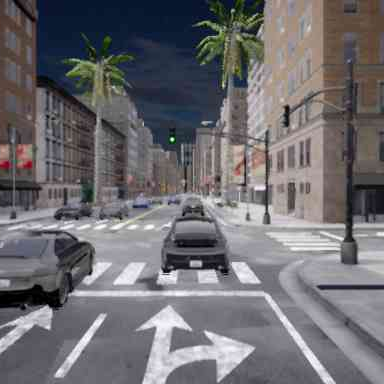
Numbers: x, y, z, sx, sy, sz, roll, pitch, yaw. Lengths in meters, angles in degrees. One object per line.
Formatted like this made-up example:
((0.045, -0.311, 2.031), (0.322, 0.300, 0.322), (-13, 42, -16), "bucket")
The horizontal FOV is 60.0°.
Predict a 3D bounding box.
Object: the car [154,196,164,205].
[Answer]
((-6.495, 1.637, 63.570), (1.837, 1.490, 4.892), (0, 0, 0), "car")

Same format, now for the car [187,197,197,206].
((0.019, 1.616, 60.256), (1.837, 1.490, 4.892), (0, 0, 0), "car")

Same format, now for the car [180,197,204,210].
((0.103, 1.408, 33.780), (2.097, 1.767, 4.553), (0, 0, 0), "car")

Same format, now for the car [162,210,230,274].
((0.097, 1.530, 10.601), (1.837, 1.490, 4.892), (0, 0, 0), "car")

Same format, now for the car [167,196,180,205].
((-3.244, 1.460, 59.551), (2.097, 1.767, 4.553), (0, 0, 0), "car")

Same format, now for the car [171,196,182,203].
((-3.244, 1.545, 69.587), (2.128, 1.511, 4.902), (0, 0, 0), "car")

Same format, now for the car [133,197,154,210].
((-6.581, 1.554, 43.913), (1.882, 1.535, 5.008), (0, 1, 0), "car")

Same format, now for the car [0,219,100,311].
((-3.580, 1.579, 7.840), (1.994, 1.385, 4.181), (0, 0, -6), "car")

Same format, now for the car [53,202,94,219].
((-9.858, 1.593, 28.216), (2.033, 1.411, 5.357), (0, 0, 0), "car")

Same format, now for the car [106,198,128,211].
((-9.832, 1.602, 43.716), (1.812, 1.442, 4.674), (0, 0, 0), "car")

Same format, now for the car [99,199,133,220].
((-6.575, 1.549, 28.463), (1.837, 1.490, 4.892), (0, 0, 0), "car")

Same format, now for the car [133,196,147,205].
((-9.751, 1.594, 63.008), (1.882, 1.535, 5.008), (0, 0, 0), "car")
